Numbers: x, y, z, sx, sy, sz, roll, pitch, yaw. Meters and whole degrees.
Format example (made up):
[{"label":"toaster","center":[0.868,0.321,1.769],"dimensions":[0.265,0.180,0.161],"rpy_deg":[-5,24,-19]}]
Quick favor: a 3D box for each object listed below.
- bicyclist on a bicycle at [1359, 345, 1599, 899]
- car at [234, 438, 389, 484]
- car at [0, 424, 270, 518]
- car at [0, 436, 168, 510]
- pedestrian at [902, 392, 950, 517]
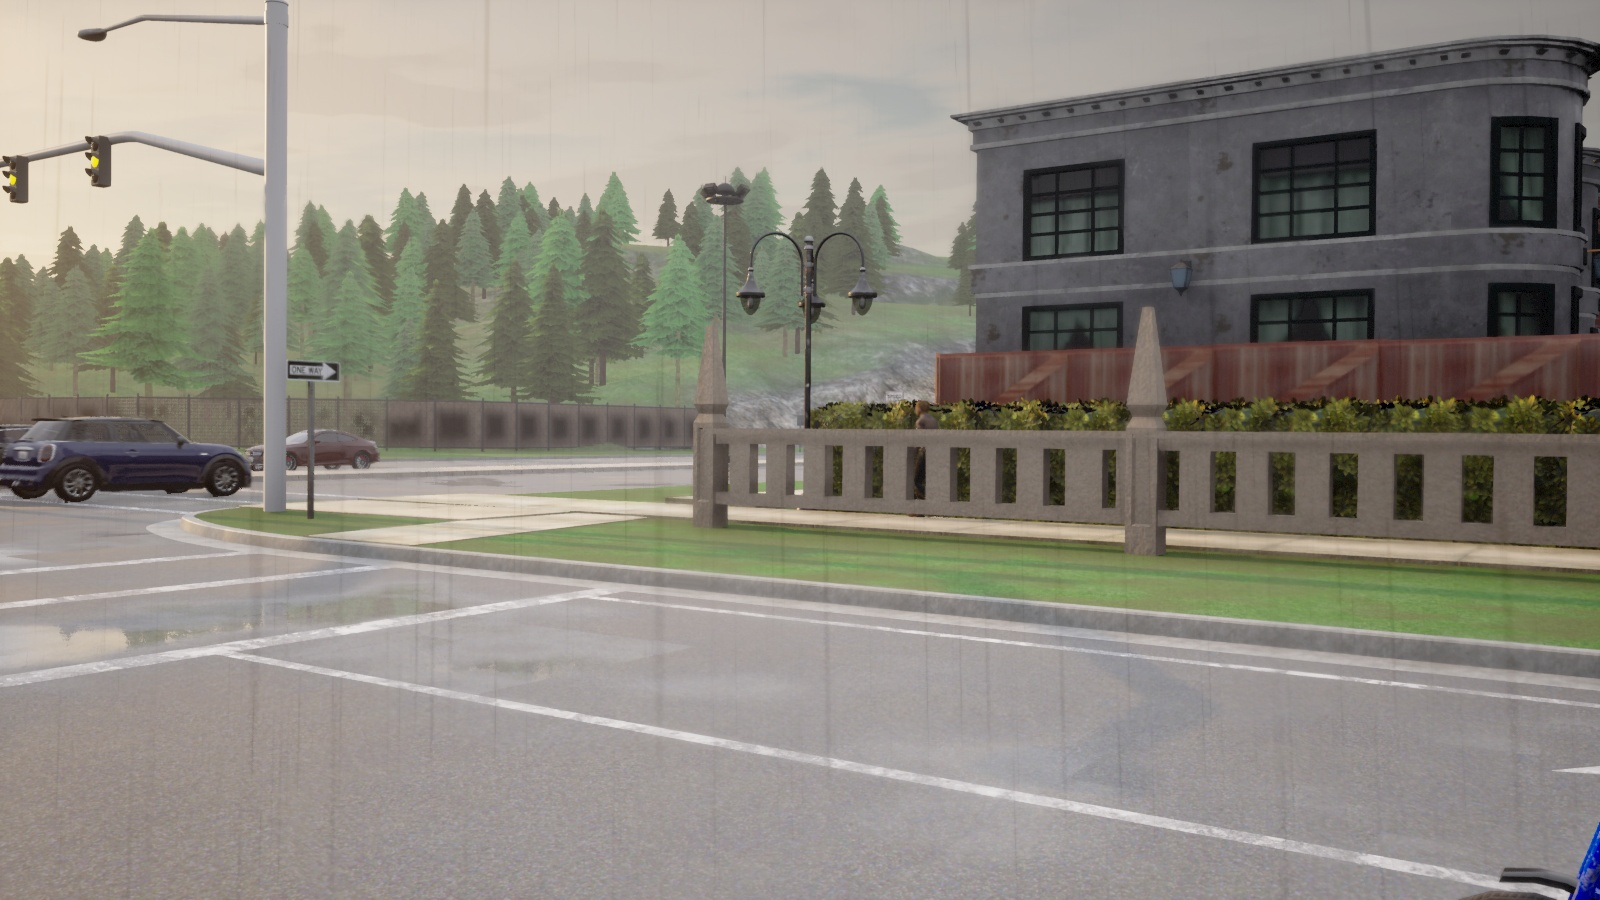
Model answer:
[{"label":"bicyclist on a bicycle","center":[1.935,0.618,2.330],"dimensions":[1.509,1.612,0.866],"rpy_deg":[0,1,34]},{"label":"car","center":[-16.435,0.326,42.475],"dimensions":[1.812,1.442,4.674],"rpy_deg":[0,1,34]},{"label":"car","center":[-13.698,0.358,26.036],"dimensions":[2.097,1.767,4.553],"rpy_deg":[0,1,34]},{"label":"car","center":[-16.879,0.464,27.582],"dimensions":[2.128,1.511,4.902],"rpy_deg":[0,1,34]},{"label":"pedestrian","center":[1.891,0.066,18.842],"dimensions":[0.634,1.846,0.331],"rpy_deg":[0,1,37]}]
